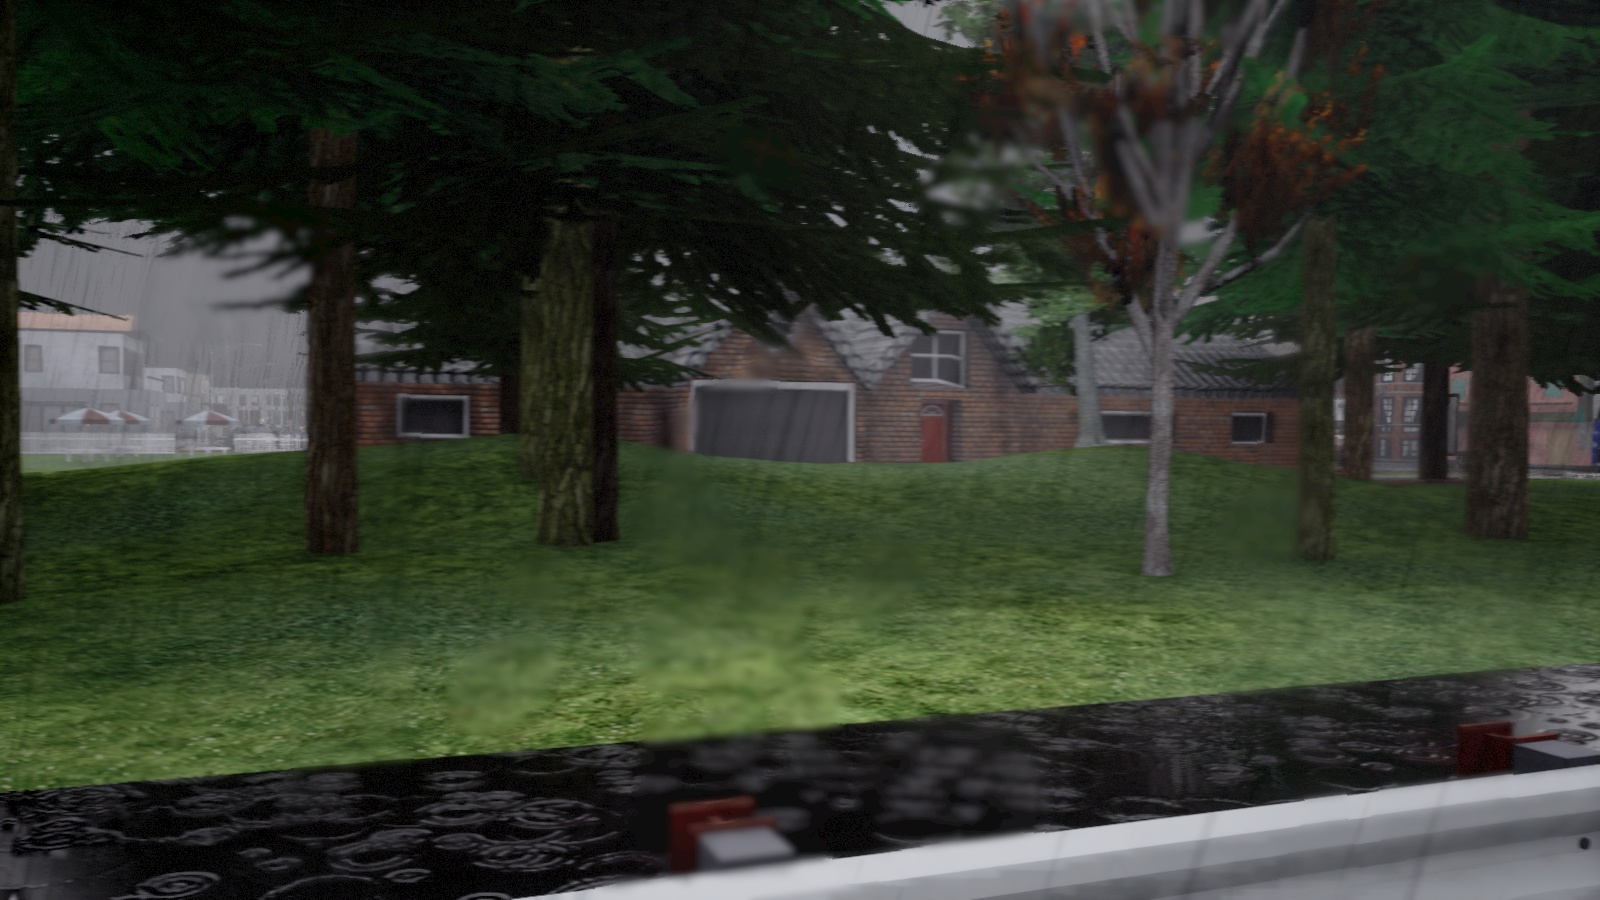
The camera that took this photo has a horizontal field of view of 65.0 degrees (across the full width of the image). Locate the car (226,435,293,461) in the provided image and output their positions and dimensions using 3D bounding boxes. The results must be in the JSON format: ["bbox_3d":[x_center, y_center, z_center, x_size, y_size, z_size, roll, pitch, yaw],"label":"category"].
[{"bbox_3d":[-32.720,-0.119,75.993,2.128,1.511,4.902,-2,1,-43],"label":"car"}]

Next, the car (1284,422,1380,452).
[{"bbox_3d":[27.035,-0.668,63.996,1.812,1.442,4.674,-1,1,-20],"label":"car"}]

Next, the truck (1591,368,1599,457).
[{"bbox_3d":[33.736,-1.455,45.982,2.891,3.462,7.936,-1,1,-20],"label":"truck"}]
